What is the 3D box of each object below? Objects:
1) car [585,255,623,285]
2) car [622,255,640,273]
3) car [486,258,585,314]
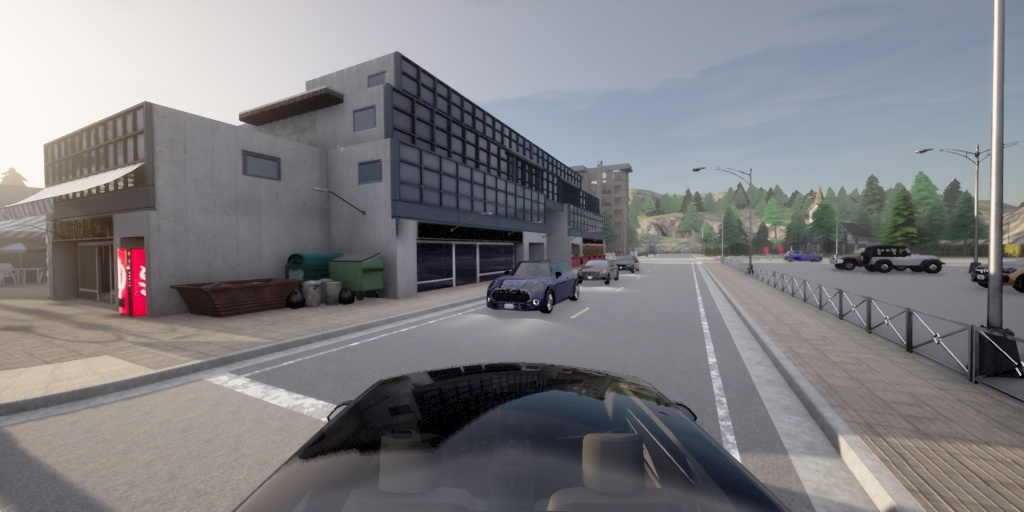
[{"bbox_3d":[5.377,0.880,22.109,1.812,1.442,4.674,0,1,26],"label":"car"},{"bbox_3d":[9.935,0.650,31.301,1.837,1.490,4.892,0,1,27],"label":"car"},{"bbox_3d":[0.902,0.913,13.052,2.097,1.767,4.553,0,1,26],"label":"car"}]
